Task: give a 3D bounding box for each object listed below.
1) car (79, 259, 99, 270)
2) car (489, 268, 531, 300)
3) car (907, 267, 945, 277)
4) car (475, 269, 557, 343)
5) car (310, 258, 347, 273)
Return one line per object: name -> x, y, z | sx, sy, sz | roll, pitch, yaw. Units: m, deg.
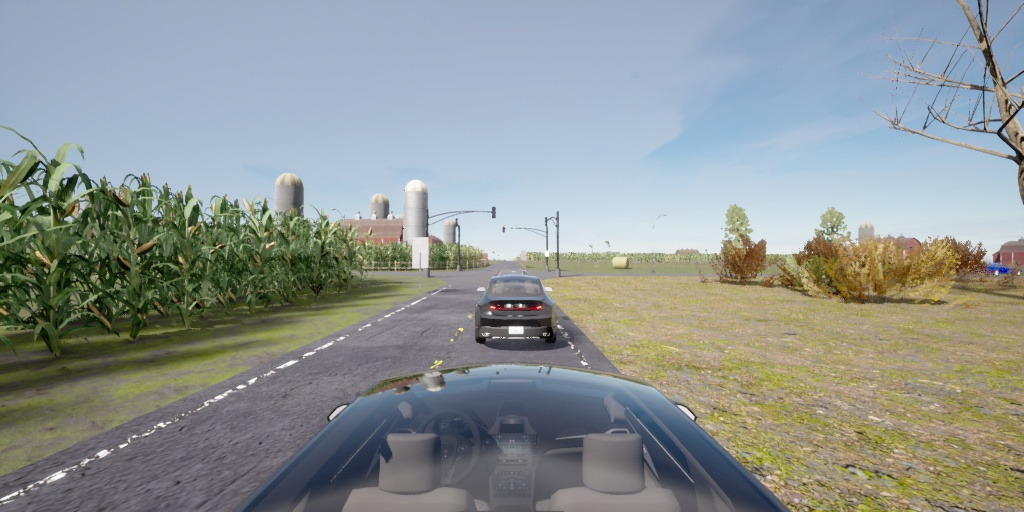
car -> -41.669, 0.972, 36.481 | 4.181, 1.385, 1.994 | 0, -1, -3
car -> 0.033, 1.360, 18.838 | 1.895, 1.301, 4.718 | 0, 0, 4
car -> 48.561, 1.768, 42.548 | 4.181, 1.385, 1.994 | 1, -1, -5
car -> 0.080, 1.259, 9.686 | 1.837, 1.490, 4.892 | 0, 0, 0
car -> -19.826, 0.931, 37.674 | 4.553, 1.767, 2.097 | 0, -1, -3
